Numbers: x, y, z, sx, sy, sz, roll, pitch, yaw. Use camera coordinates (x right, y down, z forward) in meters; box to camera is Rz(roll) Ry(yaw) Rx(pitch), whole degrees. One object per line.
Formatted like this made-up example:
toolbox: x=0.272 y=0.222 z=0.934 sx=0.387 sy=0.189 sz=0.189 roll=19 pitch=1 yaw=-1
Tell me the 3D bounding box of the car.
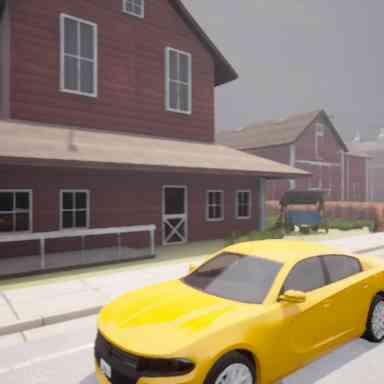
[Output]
car: x=1.118 y=1.502 z=4.869 sx=5.008 sy=1.535 sz=1.882 roll=0 pitch=0 yaw=-37
